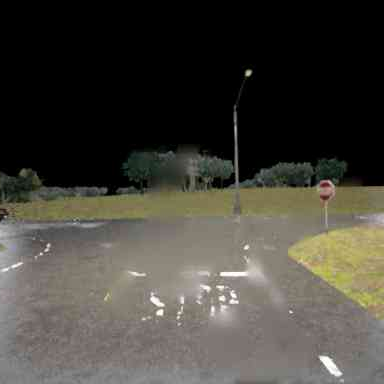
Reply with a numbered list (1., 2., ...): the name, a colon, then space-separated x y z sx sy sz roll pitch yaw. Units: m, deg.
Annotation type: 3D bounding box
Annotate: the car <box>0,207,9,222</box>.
1. car: -16.852 1.701 25.790 4.892 1.490 1.837 -1 -2 0
